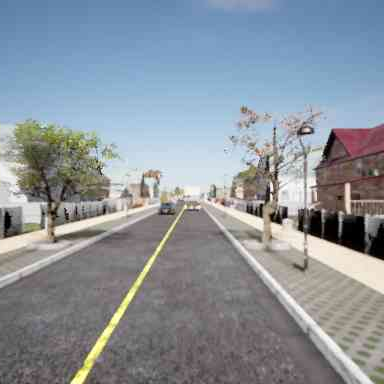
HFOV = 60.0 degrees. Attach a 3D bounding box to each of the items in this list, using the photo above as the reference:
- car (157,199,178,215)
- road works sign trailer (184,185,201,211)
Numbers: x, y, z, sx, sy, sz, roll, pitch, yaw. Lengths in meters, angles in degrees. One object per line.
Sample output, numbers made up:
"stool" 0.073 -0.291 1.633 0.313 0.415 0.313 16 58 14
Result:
"car" -2.810 1.810 37.787 1.837 1.490 4.892 0 -1 0
"road works sign trailer" 0.047 0.861 46.748 2.380 3.560 2.880 0 -1 0
